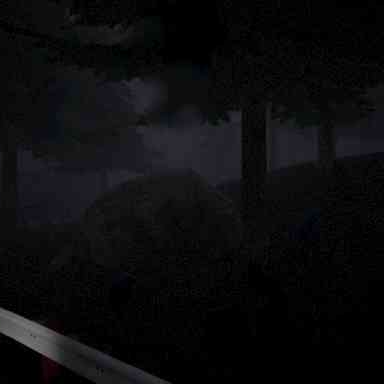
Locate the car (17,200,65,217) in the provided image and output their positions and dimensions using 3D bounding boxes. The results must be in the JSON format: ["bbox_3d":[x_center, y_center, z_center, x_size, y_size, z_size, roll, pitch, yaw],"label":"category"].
[{"bbox_3d":[-13.130,1.489,27.927,1.837,1.490,4.892,0,0,36],"label":"car"}]
